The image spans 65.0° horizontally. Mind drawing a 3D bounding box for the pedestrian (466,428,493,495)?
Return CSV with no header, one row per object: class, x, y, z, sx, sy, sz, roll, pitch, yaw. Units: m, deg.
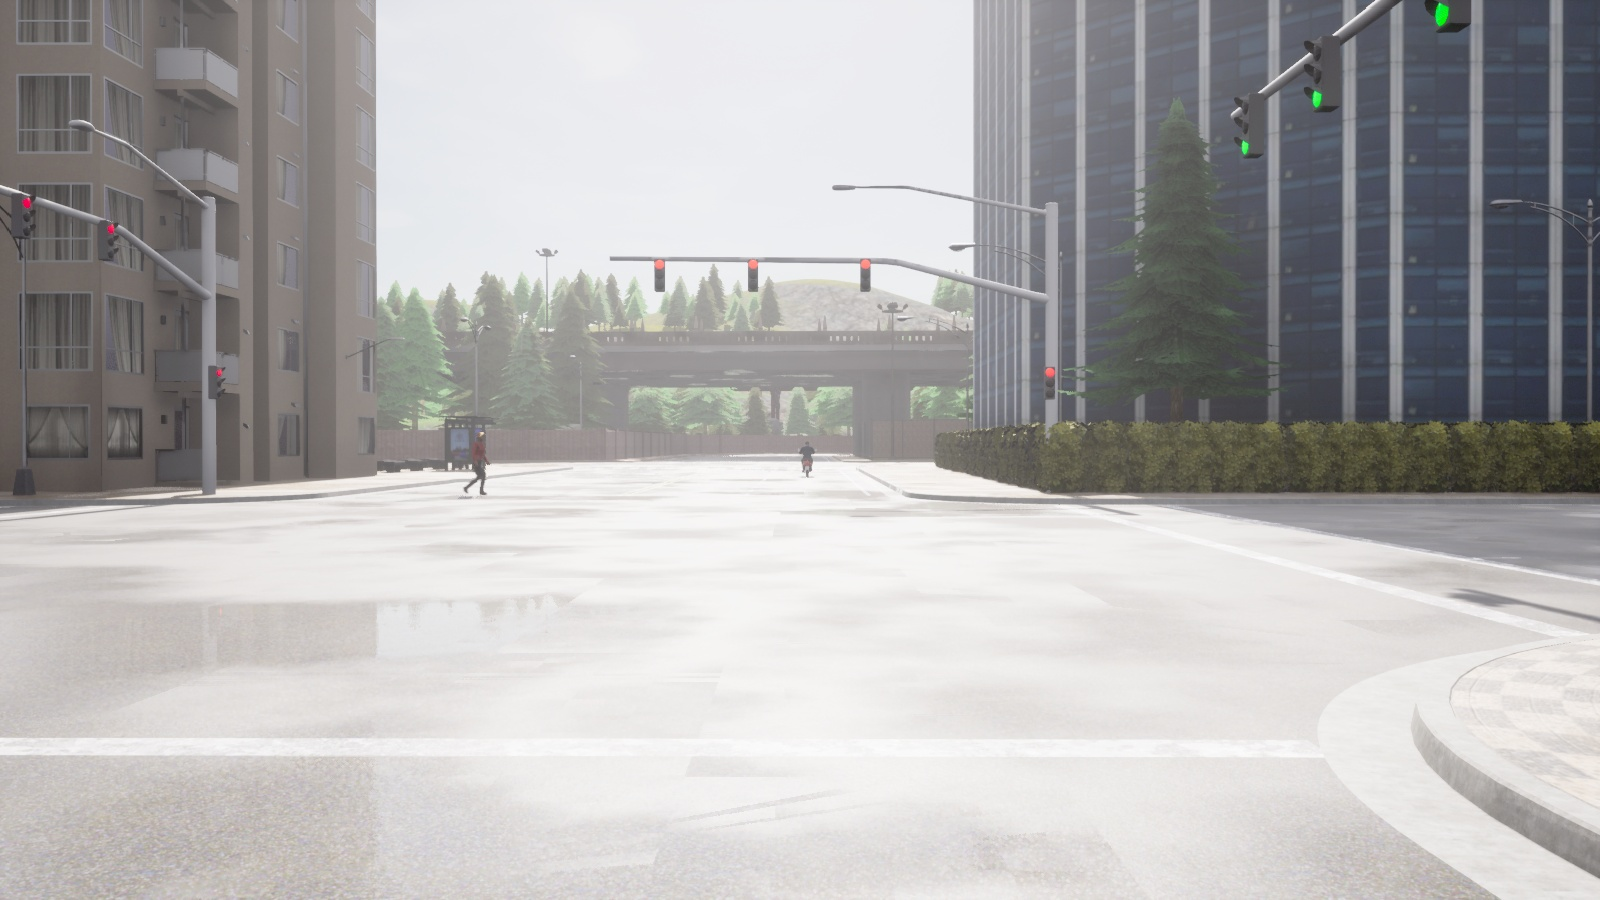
pedestrian,-8.909,0.311,34.888,0.636,1.846,0.331,0,0,7
